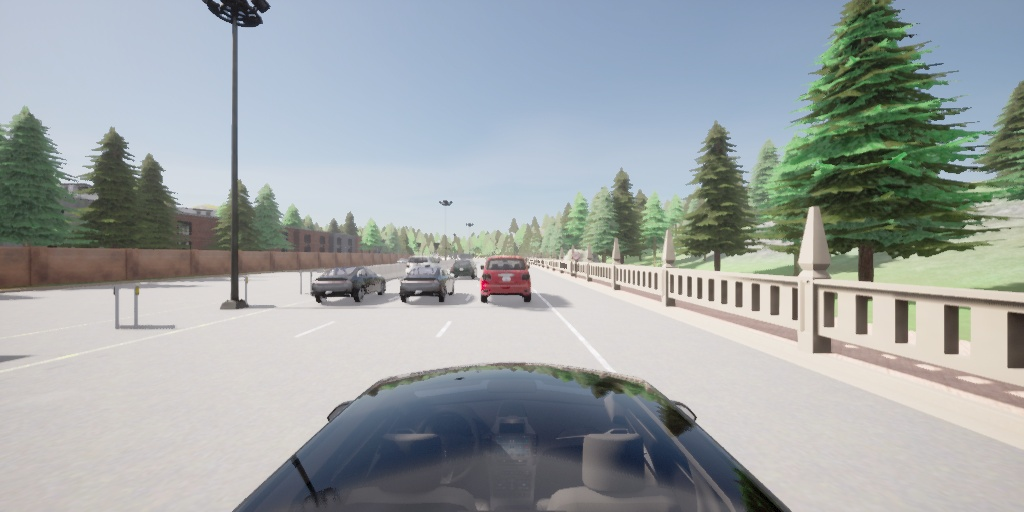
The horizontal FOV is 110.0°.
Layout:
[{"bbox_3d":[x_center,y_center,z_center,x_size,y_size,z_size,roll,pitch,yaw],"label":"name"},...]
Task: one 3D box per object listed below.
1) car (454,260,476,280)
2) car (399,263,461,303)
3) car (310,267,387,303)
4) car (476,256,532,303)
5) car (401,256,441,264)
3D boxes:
[{"bbox_3d":[-4.208,1.113,31.583,2.097,1.767,4.553,0,0,-1],"label":"car"},{"bbox_3d":[-3.816,1.242,16.683,2.128,1.511,4.902,0,0,-2],"label":"car"},{"bbox_3d":[-7.313,1.242,16.558,2.128,1.511,4.902,0,0,-2],"label":"car"},{"bbox_3d":[-0.319,1.005,16.837,2.150,2.045,5.566,0,0,-2],"label":"car"},{"bbox_3d":[-7.708,1.005,31.561,2.150,2.045,5.566,0,0,-1],"label":"car"}]
